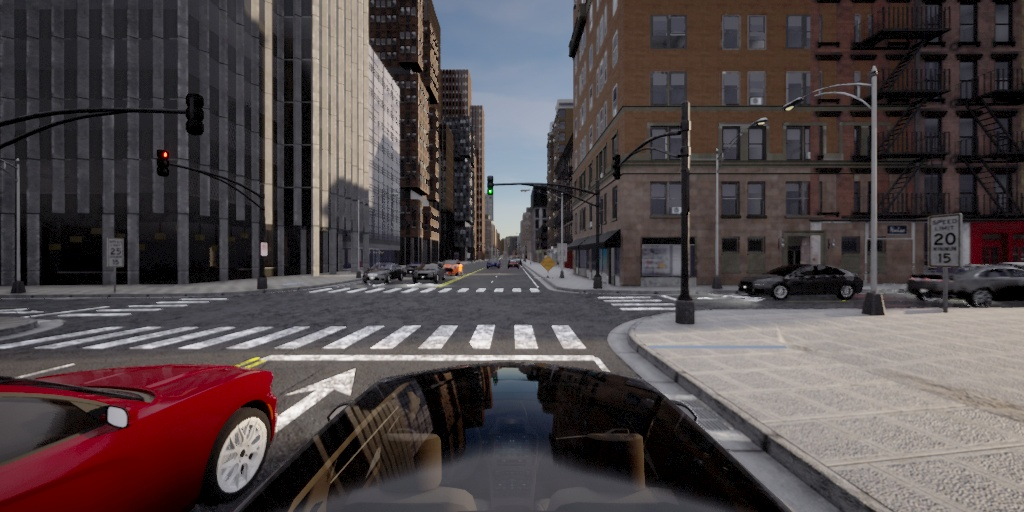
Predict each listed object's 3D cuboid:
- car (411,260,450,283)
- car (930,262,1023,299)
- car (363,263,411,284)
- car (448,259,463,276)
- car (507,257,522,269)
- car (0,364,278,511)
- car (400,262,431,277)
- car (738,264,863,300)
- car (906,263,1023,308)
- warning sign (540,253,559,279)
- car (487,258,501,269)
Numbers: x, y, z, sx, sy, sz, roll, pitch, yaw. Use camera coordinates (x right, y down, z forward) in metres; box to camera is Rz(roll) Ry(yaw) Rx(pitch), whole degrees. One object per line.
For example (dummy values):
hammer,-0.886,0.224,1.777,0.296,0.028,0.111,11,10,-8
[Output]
car,-6.527,1.285,28.635,1.837,1.490,4.892,0,0,0
car,22.310,1.063,16.117,4.892,1.490,1.837,0,0,0
car,-9.791,1.271,27.635,2.128,1.511,4.902,0,0,1
car,-6.498,1.147,37.838,2.097,1.767,4.553,0,0,0
car,0.211,1.330,58.678,1.837,1.490,4.892,0,0,0
car,-3.154,1.228,1.373,1.882,1.535,5.008,0,0,0
car,-9.745,1.356,36.547,1.994,1.385,4.181,0,0,1
car,12.913,1.131,16.203,4.892,1.490,1.837,0,0,-1
car,17.893,1.087,13.456,4.902,1.511,2.128,0,0,0
warning sign,2.925,0.897,29.072,1.300,1.860,1.060,0,0,0
car,-3.032,1.178,59.429,2.097,1.767,4.553,0,0,1
